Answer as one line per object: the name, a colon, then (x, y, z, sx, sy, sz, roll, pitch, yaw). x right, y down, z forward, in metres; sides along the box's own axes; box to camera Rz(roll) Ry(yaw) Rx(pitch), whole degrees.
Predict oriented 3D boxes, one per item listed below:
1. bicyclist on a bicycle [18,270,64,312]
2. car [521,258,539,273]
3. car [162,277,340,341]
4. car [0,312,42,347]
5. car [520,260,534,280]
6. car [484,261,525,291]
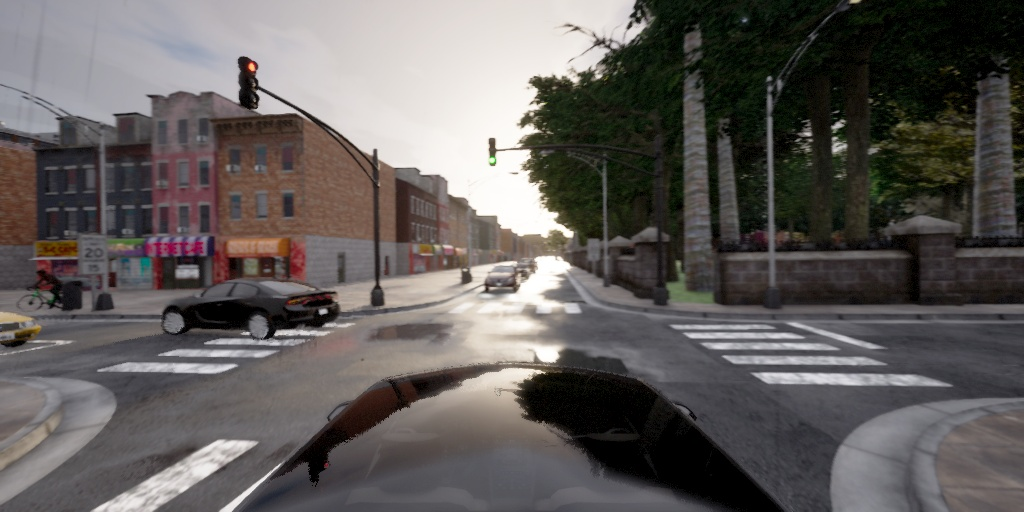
bicyclist on a bicycle: (-18.644, 1.375, 14.391, 0.582, 1.620, 1.656, -1, 0, 6)
car: (1.694, 1.018, 40.719, 2.097, 1.767, 4.553, -1, 0, 7)
car: (-7.319, 1.345, 10.073, 5.008, 1.535, 1.882, -1, -1, 16)
car: (-13.574, 1.513, 8.166, 4.829, 1.417, 1.751, 0, 0, 6)
car: (0.555, 1.300, 30.709, 1.895, 1.301, 4.718, -1, 0, 6)
car: (-0.455, 1.254, 21.681, 1.812, 1.442, 4.674, -1, 0, 6)
